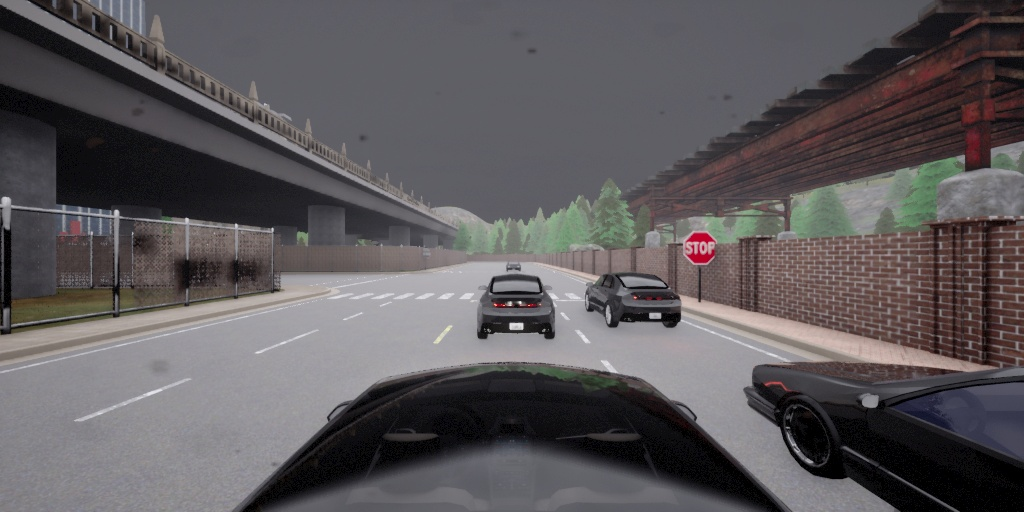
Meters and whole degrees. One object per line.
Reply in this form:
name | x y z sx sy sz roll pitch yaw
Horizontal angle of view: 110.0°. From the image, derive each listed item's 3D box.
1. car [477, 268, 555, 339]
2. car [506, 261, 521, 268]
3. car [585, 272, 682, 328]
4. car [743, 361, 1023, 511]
car | 0.098 1.255 10.055 1.837 1.490 4.892 0 0 0
car | 0.182 1.351 46.334 1.895 1.301 4.718 0 0 -1
car | 3.600 1.255 11.414 1.837 1.490 4.892 0 0 0
car | 3.600 1.297 1.668 2.033 1.411 5.357 0 0 0
